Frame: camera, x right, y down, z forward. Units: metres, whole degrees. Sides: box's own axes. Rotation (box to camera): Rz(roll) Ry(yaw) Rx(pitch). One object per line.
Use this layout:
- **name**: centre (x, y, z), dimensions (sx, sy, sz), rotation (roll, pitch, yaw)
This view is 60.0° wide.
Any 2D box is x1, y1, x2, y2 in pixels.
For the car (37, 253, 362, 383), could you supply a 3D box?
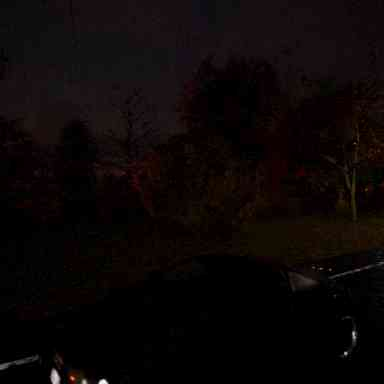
- **car**: centre (0.334, 1.563, 4.284), dimensions (4.181, 1.385, 1.994), rotation (0, 0, -36)
